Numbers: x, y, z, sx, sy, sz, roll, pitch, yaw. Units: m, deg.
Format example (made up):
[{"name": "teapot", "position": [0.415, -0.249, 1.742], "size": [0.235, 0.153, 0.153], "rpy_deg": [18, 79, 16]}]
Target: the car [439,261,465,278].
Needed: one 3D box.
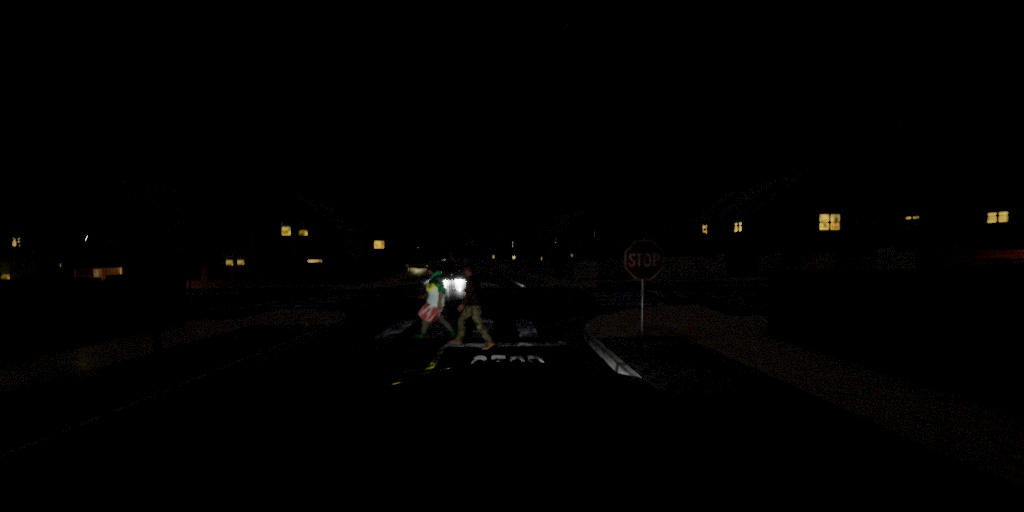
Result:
[{"name": "car", "position": [-5.948, 1.415, 35.238], "size": [1.895, 1.301, 4.718], "rpy_deg": [0, 0, -10]}]

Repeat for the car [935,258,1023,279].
[{"name": "car", "position": [21.935, 0.784, 16.218], "size": [4.181, 1.385, 1.994], "rpy_deg": [-1, 1, 5]}]

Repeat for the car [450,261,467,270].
[{"name": "car", "position": [-9.133, 1.495, 60.896], "size": [2.033, 1.411, 5.357], "rpy_deg": [0, 0, -18]}]

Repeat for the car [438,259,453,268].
[{"name": "car", "position": [-9.649, 1.473, 52.215], "size": [1.994, 1.385, 4.181], "rpy_deg": [0, 0, -15]}]

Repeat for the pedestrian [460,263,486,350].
[{"name": "pedestrian", "position": [-0.820, 1.040, 7.546], "size": [0.375, 1.860, 0.375], "rpy_deg": [-1, 1, -2]}]

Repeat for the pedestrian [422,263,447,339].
[{"name": "pedestrian", "position": [-1.773, 1.040, 8.207], "size": [0.375, 1.860, 0.375], "rpy_deg": [-1, 1, -2]}]
